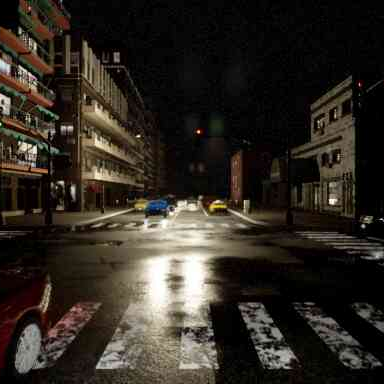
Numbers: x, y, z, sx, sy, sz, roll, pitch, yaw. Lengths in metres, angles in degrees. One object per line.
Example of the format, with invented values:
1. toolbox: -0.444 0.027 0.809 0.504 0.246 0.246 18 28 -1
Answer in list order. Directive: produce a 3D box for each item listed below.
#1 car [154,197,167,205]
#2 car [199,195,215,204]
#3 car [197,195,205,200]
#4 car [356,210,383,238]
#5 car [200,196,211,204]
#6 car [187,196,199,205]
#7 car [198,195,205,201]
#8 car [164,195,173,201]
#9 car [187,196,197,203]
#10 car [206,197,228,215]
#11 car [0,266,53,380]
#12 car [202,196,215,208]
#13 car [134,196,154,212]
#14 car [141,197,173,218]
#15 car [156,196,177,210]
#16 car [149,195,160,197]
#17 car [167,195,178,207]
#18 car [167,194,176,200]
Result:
1. car: -5.751 1.603 61.488 2.008 1.369 4.403 0 0 0
2. car: 2.642 1.351 50.420 2.192 1.841 5.009 0 0 0
3. car: 2.594 1.669 94.733 2.008 1.369 4.403 0 0 0
4. car: 10.846 1.269 15.700 5.566 2.045 2.150 0 0 0
5. car: 2.624 1.612 67.037 2.008 1.369 4.403 0 0 0
6. car: 0.038 1.650 59.723 1.895 1.301 4.718 0 0 0
7. car: 2.600 1.631 89.364 1.752 1.417 4.829 0 0 0
8. car: -5.774 1.534 83.645 1.967 1.590 4.097 0 0 0
9. car: -0.026 1.612 70.617 2.033 1.411 5.357 0 0 0
10. car: 2.658 1.544 33.972 1.752 1.417 4.829 0 0 0
11. car: -3.021 1.477 2.685 1.882 1.535 5.008 -1 0 4
12. car: 2.647 1.611 44.880 1.802 1.307 4.206 0 0 0
13. car: -5.728 1.549 39.161 1.752 1.417 4.829 0 0 0
14. car: -3.131 1.493 30.662 1.882 1.535 5.008 0 0 0
15. car: -3.123 1.550 39.940 1.812 1.442 4.674 0 0 0
16. car: -5.739 1.351 50.410 2.192 1.841 5.009 0 0 0
17. car: -3.126 1.540 50.008 1.837 1.490 4.892 0 0 0
18. car: -5.785 1.434 94.725 2.192 1.841 5.009 0 0 0
